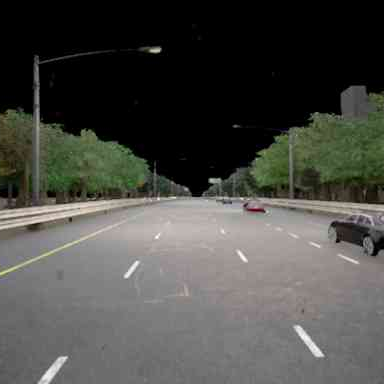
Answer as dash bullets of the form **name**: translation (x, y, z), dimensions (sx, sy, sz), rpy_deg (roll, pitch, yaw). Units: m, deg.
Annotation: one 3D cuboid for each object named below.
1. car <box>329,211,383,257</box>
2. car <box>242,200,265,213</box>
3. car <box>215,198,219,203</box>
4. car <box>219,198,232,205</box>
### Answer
- **car**: translation (7.010, 1.499, 12.938), dimensions (2.128, 1.511, 4.902), rpy_deg (0, 0, 0)
- **car**: translation (7.064, 1.634, 38.437), dimensions (1.994, 1.385, 4.181), rpy_deg (0, 0, 0)
- **car**: translation (7.402, 2.246, 90.648), dimensions (1.895, 1.301, 4.718), rpy_deg (0, -1, 1)
- **car**: translation (7.231, 1.894, 69.617), dimensions (1.812, 1.442, 4.674), rpy_deg (0, -1, 0)
